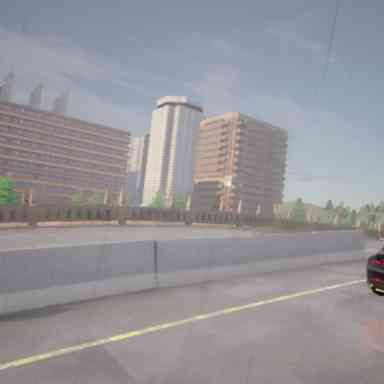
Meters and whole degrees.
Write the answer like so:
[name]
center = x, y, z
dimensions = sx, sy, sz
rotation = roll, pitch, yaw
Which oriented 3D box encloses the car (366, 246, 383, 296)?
[car]
center = 6.154, 1.802, 8.143
dimensions = 4.892, 1.490, 1.837
rotation = 3, -2, -35
